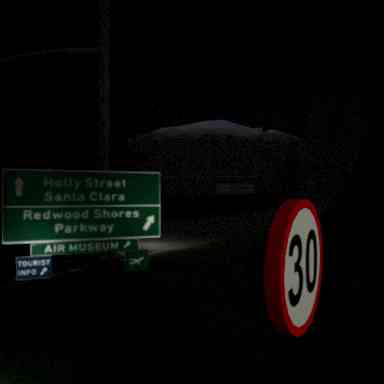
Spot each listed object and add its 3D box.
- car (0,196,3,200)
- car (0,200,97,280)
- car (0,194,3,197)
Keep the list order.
[{"bbox_3d":[-12.432,1.499,25.998,1.905,1.878,3.866,0,0,35],"label":"car"},{"bbox_3d":[-5.242,1.402,10.963,2.150,2.045,5.566,0,-1,36],"label":"car"},{"bbox_3d":[-38.782,1.474,69.852,4.514,1.523,2.007,0,0,35],"label":"car"}]
